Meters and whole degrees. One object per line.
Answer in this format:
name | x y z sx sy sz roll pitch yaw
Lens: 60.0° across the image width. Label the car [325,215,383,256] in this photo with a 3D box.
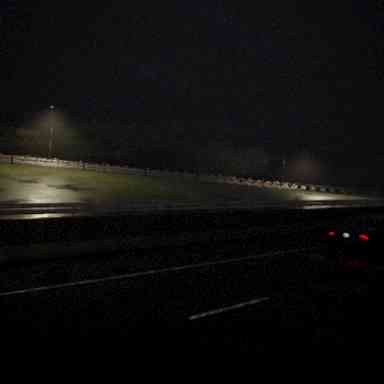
car | 7.723 1.659 13.691 5.357 1.411 2.033 0 0 -35
